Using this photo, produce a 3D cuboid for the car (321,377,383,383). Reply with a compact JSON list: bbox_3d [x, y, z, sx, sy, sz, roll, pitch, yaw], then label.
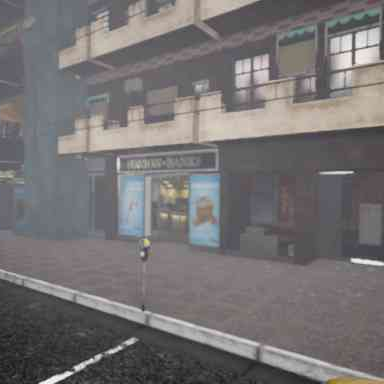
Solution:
[{"bbox_3d":[2.556,1.529,1.038,4.829,1.417,1.752,0,1,36],"label":"car"}]
